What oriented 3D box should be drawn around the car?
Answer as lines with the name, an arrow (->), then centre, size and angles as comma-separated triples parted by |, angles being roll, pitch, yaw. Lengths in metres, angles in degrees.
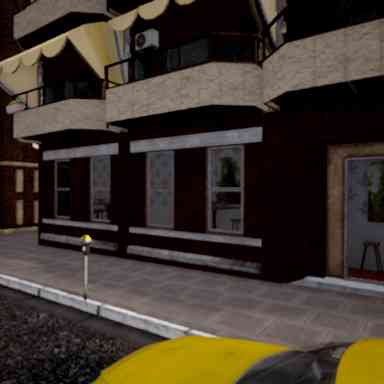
car -> 1.209, 1.525, 1.847 | 4.829, 1.417, 1.752 | 0, 1, 36
